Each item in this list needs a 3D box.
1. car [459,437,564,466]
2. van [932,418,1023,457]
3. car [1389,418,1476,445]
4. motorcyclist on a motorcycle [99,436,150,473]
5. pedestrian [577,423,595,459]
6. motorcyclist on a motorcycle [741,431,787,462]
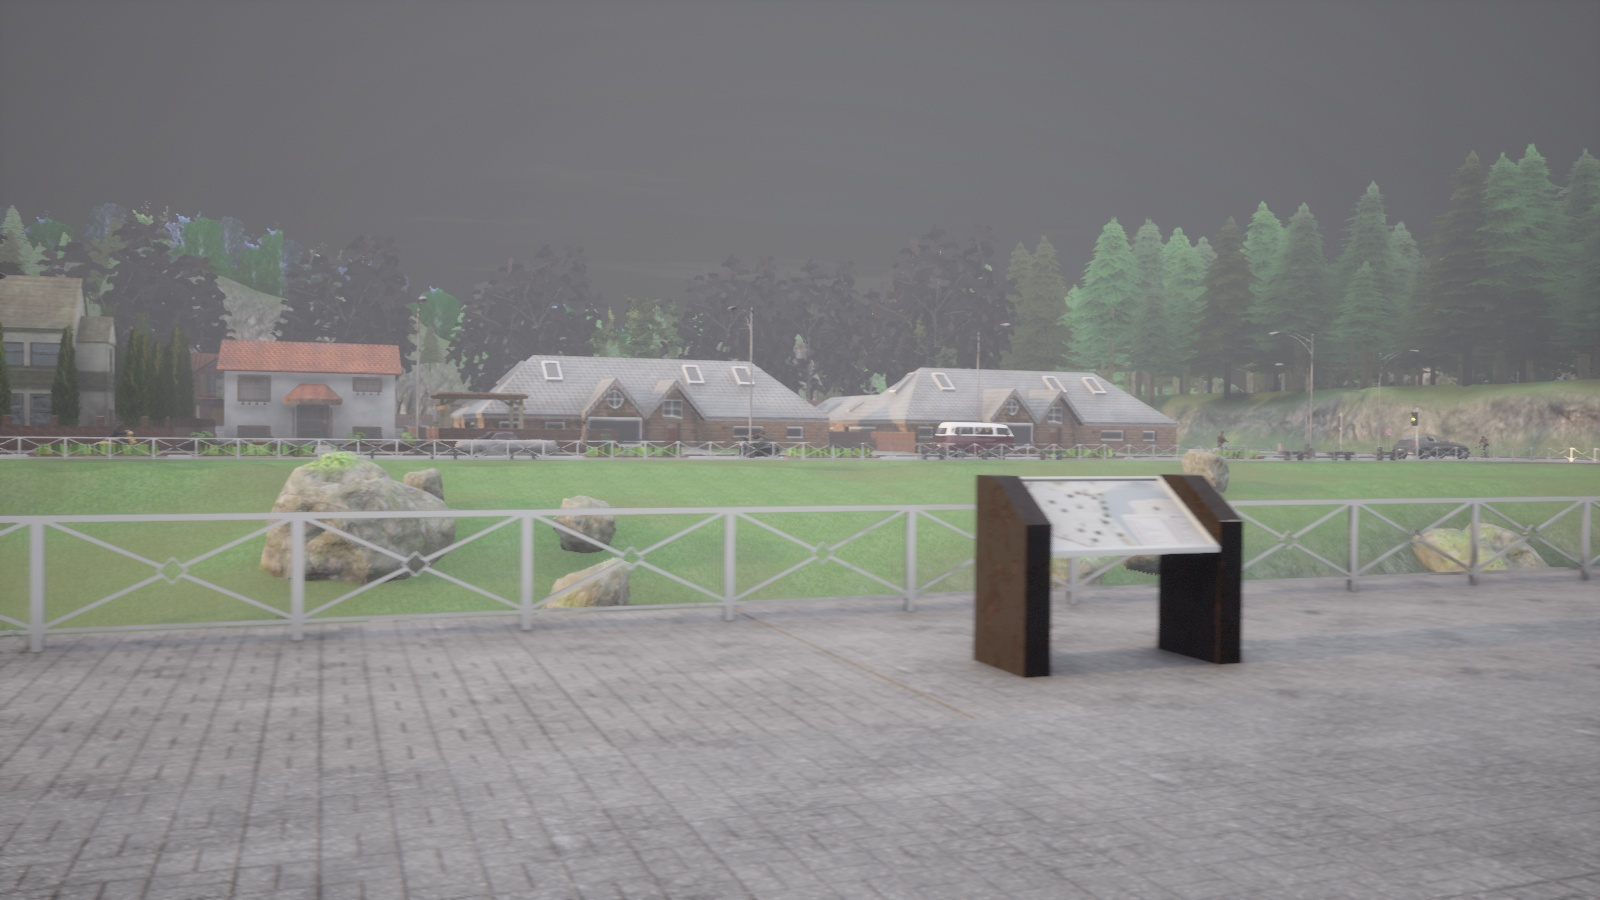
[{"bbox_3d":[-13.832,0.068,60.203,4.718,1.301,1.895,-1,1,-21],"label":"car"},{"bbox_3d":[9.773,-0.709,69.154,4.480,2.038,2.069,-1,1,-21],"label":"van"},{"bbox_3d":[40.772,-1.181,80.917,5.027,1.651,2.152,-1,1,-21],"label":"car"},{"bbox_3d":[-29.226,0.183,54.361,1.817,1.590,0.866,-1,1,-21],"label":"motorcyclist on a motorcycle"},{"bbox_3d":[-11.896,-0.500,69.829,0.873,1.952,0.659,-1,1,-17],"label":"pedestrian"},{"bbox_3d":[-1.867,-0.200,64.742,2.191,1.530,0.866,-1,1,-21],"label":"motorcyclist on a motorcycle"}]
